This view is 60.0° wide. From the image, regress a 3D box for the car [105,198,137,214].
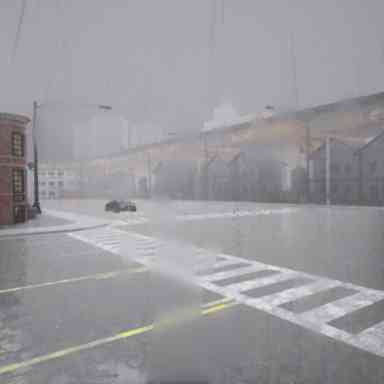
[{"bbox_3d":[-7.140,1.348,33.231,1.994,1.385,4.181,-1,1,-35],"label":"car"}]
